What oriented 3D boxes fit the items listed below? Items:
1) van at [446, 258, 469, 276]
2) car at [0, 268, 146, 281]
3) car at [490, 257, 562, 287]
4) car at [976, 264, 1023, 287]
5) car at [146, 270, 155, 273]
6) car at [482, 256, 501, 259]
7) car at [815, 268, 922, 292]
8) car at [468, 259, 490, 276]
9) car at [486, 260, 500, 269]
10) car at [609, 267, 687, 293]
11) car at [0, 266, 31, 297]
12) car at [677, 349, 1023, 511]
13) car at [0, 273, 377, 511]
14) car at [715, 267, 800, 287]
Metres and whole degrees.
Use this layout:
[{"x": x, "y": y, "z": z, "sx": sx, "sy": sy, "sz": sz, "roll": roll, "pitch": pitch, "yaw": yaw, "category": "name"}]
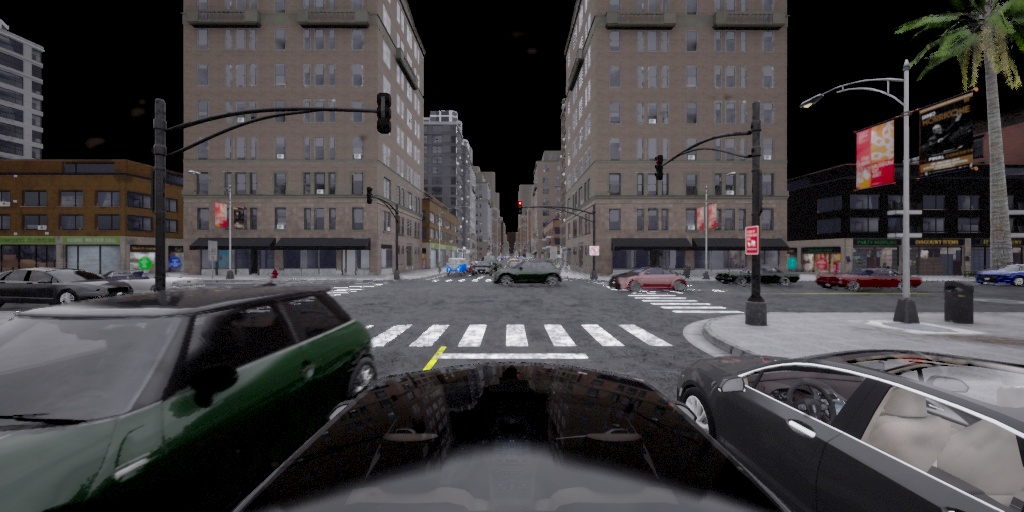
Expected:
[{"x": -5.704, "y": 1.093, "z": 36.981, "sx": 1.690, "sy": 1.789, "sz": 3.998, "roll": 0, "pitch": 0, "yaw": 0, "category": "van"}, {"x": -17.937, "y": 1.232, "z": 14.161, "sx": 4.892, "sy": 1.490, "sz": 1.837, "roll": 0, "pitch": 0, "yaw": 0, "category": "car"}, {"x": 1.021, "y": 1.102, "z": 24.208, "sx": 4.553, "sy": 1.767, "sz": 2.097, "roll": 0, "pitch": 0, "yaw": 0, "category": "car"}, {"x": 34.779, "y": 1.282, "z": 24.369, "sx": 5.008, "sy": 1.535, "sz": 1.882, "roll": 0, "pitch": 0, "yaw": 0, "category": "car"}, {"x": -17.896, "y": 1.324, "z": 17.410, "sx": 4.718, "sy": 1.301, "sz": 1.895, "roll": 0, "pitch": 0, "yaw": 0, "category": "car"}, {"x": -2.900, "y": 0.975, "z": 45.927, "sx": 2.150, "sy": 2.045, "sz": 5.566, "roll": 0, "pitch": 0, "yaw": 0, "category": "car"}, {"x": 20.752, "y": 1.381, "z": 21.058, "sx": 4.718, "sy": 1.301, "sz": 1.895, "roll": 0, "pitch": 0, "yaw": 0, "category": "car"}, {"x": -2.948, "y": 1.316, "z": 36.619, "sx": 1.994, "sy": 1.385, "sz": 4.181, "roll": 0, "pitch": 0, "yaw": 0, "category": "car"}, {"x": -2.852, "y": 1.354, "z": 55.718, "sx": 1.895, "sy": 1.301, "sz": 4.718, "roll": 0, "pitch": 0, "yaw": 0, "category": "car"}, {"x": 7.754, "y": 1.323, "z": 20.610, "sx": 4.181, "sy": 1.385, "sz": 1.994, "roll": 0, "pitch": 0, "yaw": -8, "category": "car"}, {"x": -26.883, "y": 1.235, "z": 17.366, "sx": 4.674, "sy": 1.442, "sz": 1.812, "roll": 0, "pitch": 0, "yaw": 0, "category": "car"}, {"x": 2.669, "y": 1.300, "z": 2.293, "sx": 2.007, "sy": 1.370, "sz": 4.403, "roll": 0, "pitch": 0, "yaw": 0, "category": "car"}, {"x": -2.894, "y": 1.102, "z": 2.807, "sx": 2.097, "sy": 1.767, "sz": 4.553, "roll": 0, "pitch": 0, "yaw": 3, "category": "car"}, {"x": 16.466, "y": 1.370, "z": 24.286, "sx": 4.718, "sy": 1.301, "sz": 1.895, "roll": 0, "pitch": 0, "yaw": 0, "category": "car"}]
